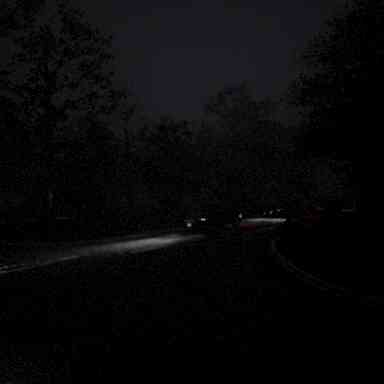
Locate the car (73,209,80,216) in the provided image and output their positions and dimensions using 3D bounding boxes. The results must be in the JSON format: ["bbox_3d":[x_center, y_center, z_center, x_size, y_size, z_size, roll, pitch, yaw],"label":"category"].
[{"bbox_3d":[-12.516,2.181,40.634,1.812,1.442,4.674,-4,-1,36],"label":"car"}]

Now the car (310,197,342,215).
[{"bbox_3d":[12.256,1.184,30.327,1.882,1.535,5.008,-4,-1,35],"label":"car"}]

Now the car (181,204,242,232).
[{"bbox_3d":[1.252,1.513,20.131,2.128,1.511,4.902,-4,-2,36],"label":"car"}]

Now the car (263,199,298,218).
[{"bbox_3d":[7.946,1.420,29.619,1.837,1.490,4.892,-4,-1,35],"label":"car"}]
